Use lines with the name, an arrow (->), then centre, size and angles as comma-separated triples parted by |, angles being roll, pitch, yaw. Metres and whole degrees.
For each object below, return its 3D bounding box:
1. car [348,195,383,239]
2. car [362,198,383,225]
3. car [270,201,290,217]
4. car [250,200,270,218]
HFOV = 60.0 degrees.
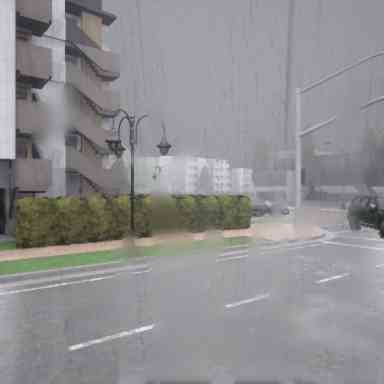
car -> 10.219, 1.223, 17.448 | 2.150, 2.045, 5.566 | 2, 0, 3
car -> 14.481, 1.351, 22.855 | 4.553, 1.767, 2.097 | 0, 0, 43
car -> 6.952, 1.526, 31.383 | 1.812, 1.442, 4.674 | 0, 0, -37
car -> 4.188, 1.601, 29.259 | 1.895, 1.301, 4.718 | 0, 0, -37
